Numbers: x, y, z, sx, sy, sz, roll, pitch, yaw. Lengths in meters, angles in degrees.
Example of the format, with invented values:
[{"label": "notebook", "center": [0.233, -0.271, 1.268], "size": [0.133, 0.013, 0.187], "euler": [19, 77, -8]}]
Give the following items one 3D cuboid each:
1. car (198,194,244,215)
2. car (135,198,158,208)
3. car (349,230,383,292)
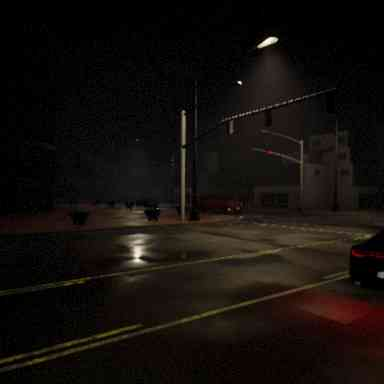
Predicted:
[{"label": "car", "center": [2.885, 1.240, 34.584], "size": [2.150, 2.045, 5.566], "euler": [1, 0, -35]}, {"label": "car", "center": [-6.627, 1.585, 48.308], "size": [1.812, 1.442, 4.674], "euler": [1, 0, -35]}, {"label": "car", "center": [5.751, 1.468, 7.882], "size": [5.008, 1.535, 1.882], "euler": [0, 0, -35]}]
